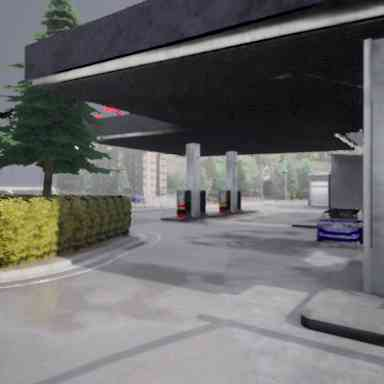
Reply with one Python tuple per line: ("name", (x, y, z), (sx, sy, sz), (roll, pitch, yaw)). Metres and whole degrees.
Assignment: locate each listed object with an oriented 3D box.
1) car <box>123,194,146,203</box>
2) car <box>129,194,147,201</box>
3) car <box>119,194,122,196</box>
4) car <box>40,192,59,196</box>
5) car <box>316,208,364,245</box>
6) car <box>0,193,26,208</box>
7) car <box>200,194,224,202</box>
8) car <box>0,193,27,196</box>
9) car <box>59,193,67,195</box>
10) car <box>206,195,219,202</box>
("car", (-10.677, 1.271, 62.031), (3.633, 1.501, 1.845), (0, 0, 35))
("car", (-12.777, 1.275, 78.163), (3.806, 1.475, 1.970), (0, 0, 35))
("car", (-17.136, 1.231, 84.867), (3.633, 1.501, 1.845), (0, 0, 35))
("car", (-29.263, 0.970, 67.125), (3.866, 1.878, 1.905), (0, 0, 35))
("car", (7.856, 1.629, 16.891), (2.242, 1.667, 4.611), (0, 0, 35))
("car", (-24.198, 1.082, 44.094), (4.605, 1.855, 1.932), (0, 0, 35))
("car", (4.172, 1.295, 69.910), (4.514, 1.523, 2.007), (0, 0, 35))
("car", (-19.650, 1.096, 36.882), (3.866, 1.878, 1.905), (0, 0, 35))
("car", (-27.930, 0.984, 69.739), (4.605, 1.855, 1.932), (0, 0, 35))
("car", (2.412, 1.291, 67.313), (5.027, 1.636, 2.152), (0, 0, 35))
